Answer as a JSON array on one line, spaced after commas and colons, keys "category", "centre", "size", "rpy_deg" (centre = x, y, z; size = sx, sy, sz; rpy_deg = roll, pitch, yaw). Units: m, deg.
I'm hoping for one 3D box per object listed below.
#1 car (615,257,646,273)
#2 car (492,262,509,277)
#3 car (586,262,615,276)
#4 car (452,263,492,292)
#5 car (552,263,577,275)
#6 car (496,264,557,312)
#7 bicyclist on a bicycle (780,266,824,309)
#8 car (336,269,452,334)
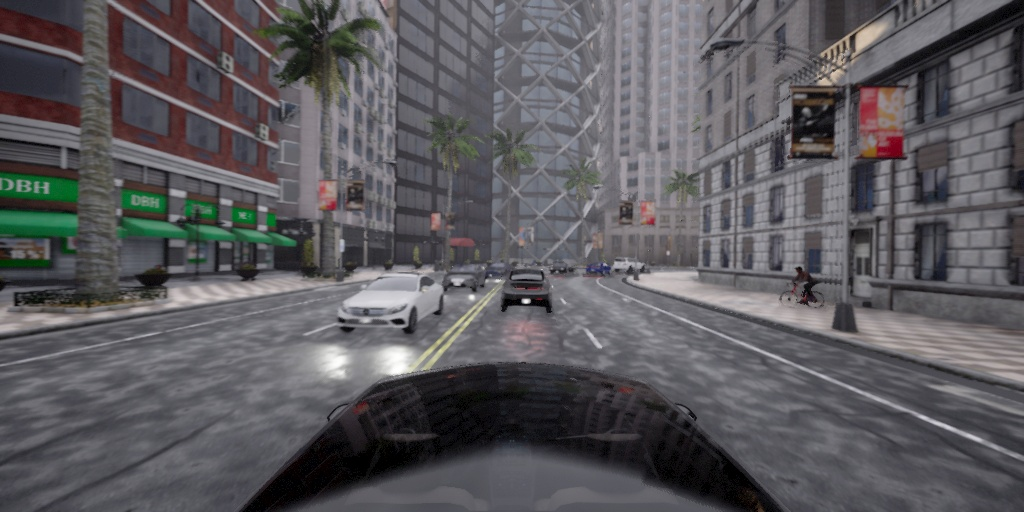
[{"category": "car", "centre": [16.248, 1.226, 49.569], "size": [5.566, 2.045, 2.150], "rpy_deg": [1, 0, -41]}, {"category": "car", "centre": [-1.118, 1.273, 32.828], "size": [2.033, 1.411, 5.357], "rpy_deg": [1, 0, 15]}, {"category": "car", "centre": [9.982, 1.381, 41.145], "size": [1.882, 1.535, 5.008], "rpy_deg": [1, 0, 29]}, {"category": "car", "centre": [-2.692, 1.194, 21.086], "size": [2.128, 1.511, 4.902], "rpy_deg": [1, 0, 4]}, {"category": "car", "centre": [5.915, 1.439, 41.045], "size": [1.895, 1.301, 4.718], "rpy_deg": [1, 0, 27]}, {"category": "car", "centre": [0.585, 1.262, 14.417], "size": [1.837, 1.490, 4.892], "rpy_deg": [1, 0, 3]}, {"category": "bicyclist on a bicycle", "centre": [11.173, 1.228, 13.796], "size": [1.656, 1.620, 0.582], "rpy_deg": [2, 0, 3]}, {"category": "car", "centre": [-3.283, 1.221, 10.656], "size": [1.812, 1.442, 4.674], "rpy_deg": [1, 0, 3]}]
